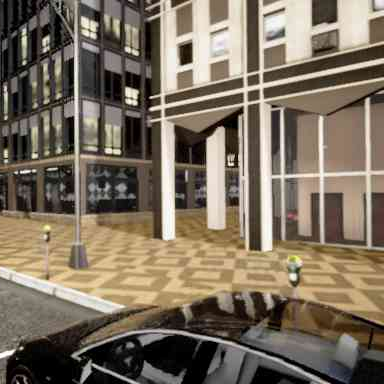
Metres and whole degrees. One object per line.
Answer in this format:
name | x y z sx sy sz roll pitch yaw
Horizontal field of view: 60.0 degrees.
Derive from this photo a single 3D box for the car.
car | 0.216 1.557 2.763 4.313 1.339 1.947 1 -1 36
